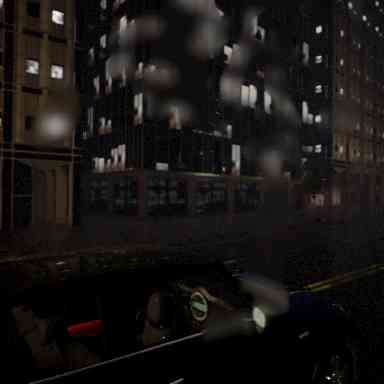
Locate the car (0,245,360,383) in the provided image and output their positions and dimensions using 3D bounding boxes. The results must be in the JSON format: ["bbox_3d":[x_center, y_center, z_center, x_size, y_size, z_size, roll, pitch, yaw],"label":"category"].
[{"bbox_3d":[-0.314,1.349,3.319,4.553,1.767,2.097,0,0,-36],"label":"car"}]
